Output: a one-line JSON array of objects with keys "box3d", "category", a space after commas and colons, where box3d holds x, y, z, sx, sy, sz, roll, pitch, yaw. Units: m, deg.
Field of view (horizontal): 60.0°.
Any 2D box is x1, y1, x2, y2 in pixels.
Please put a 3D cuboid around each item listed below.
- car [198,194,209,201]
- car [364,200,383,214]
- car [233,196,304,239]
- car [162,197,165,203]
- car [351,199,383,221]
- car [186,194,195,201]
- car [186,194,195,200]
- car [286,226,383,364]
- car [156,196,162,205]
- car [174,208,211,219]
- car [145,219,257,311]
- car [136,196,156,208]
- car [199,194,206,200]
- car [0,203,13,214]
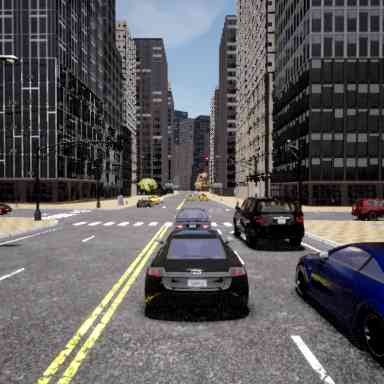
[{"box3d": [2.893, 1.396, 78.690, 1.882, 1.535, 5.008, 0, 0, 0], "category": "car"}, {"box3d": [21.646, 1.643, 36.272, 4.829, 1.417, 1.752, 1, 0, 1], "category": "car"}, {"box3d": [3.306, 1.213, 15.272, 2.150, 2.045, 5.566, 0, 0, -2], "category": "car"}, {"box3d": [-6.819, 1.466, 68.742, 1.812, 1.442, 4.674, 0, 0, 0], "category": "car"}, {"box3d": [16.075, 1.520, 27.960, 5.009, 1.841, 2.192, 1, 0, 1], "category": "car"}, {"box3d": [-0.357, 1.396, 78.676, 1.882, 1.535, 5.008, 0, 0, 0], "category": "car"}, {"box3d": [-0.405, 1.268, 89.093, 2.128, 1.511, 4.902, 0, 0, 0], "category": "car"}, {"box3d": [3.334, 1.561, 5.852, 1.994, 1.385, 4.181, 0, 0, -1], "category": "car"}, {"box3d": [-6.842, 1.431, 58.376, 1.882, 1.535, 5.008, 0, 0, 0], "category": "car"}, {"box3d": [0.023, 1.538, 17.043, 2.033, 1.411, 5.357, 0, 0, 0], "category": "car"}, {"box3d": [0.067, 1.560, 7.821, 1.994, 1.385, 4.181, 0, 0, -1], "category": "car"}, {"box3d": [-6.810, 1.530, 48.218, 1.994, 1.385, 4.181, 0, 0, 0], "category": "car"}, {"box3d": [2.845, 1.243, 89.107, 1.837, 1.490, 4.892, 0, 0, 0], "category": "car"}, {"box3d": [-19.105, 1.412, 30.964, 4.181, 1.385, 1.994, 0, 1, 1], "category": "car"}]
